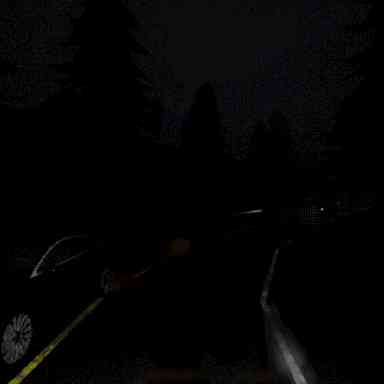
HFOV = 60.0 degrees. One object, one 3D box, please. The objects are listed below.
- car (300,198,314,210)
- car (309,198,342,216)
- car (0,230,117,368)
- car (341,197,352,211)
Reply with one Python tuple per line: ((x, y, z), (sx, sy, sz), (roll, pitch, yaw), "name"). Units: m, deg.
((15.751, 1.595, 44.088), (1.837, 1.490, 4.892), (0, 0, 32), "car")
((13.569, 1.634, 33.693), (1.994, 1.385, 4.181), (0, 0, 32), "car")
((-2.929, 1.503, 5.939), (2.128, 1.511, 4.902), (0, 0, 9), "car")
((18.894, 1.440, 42.129), (2.097, 1.767, 4.553), (0, 0, 32), "car")
